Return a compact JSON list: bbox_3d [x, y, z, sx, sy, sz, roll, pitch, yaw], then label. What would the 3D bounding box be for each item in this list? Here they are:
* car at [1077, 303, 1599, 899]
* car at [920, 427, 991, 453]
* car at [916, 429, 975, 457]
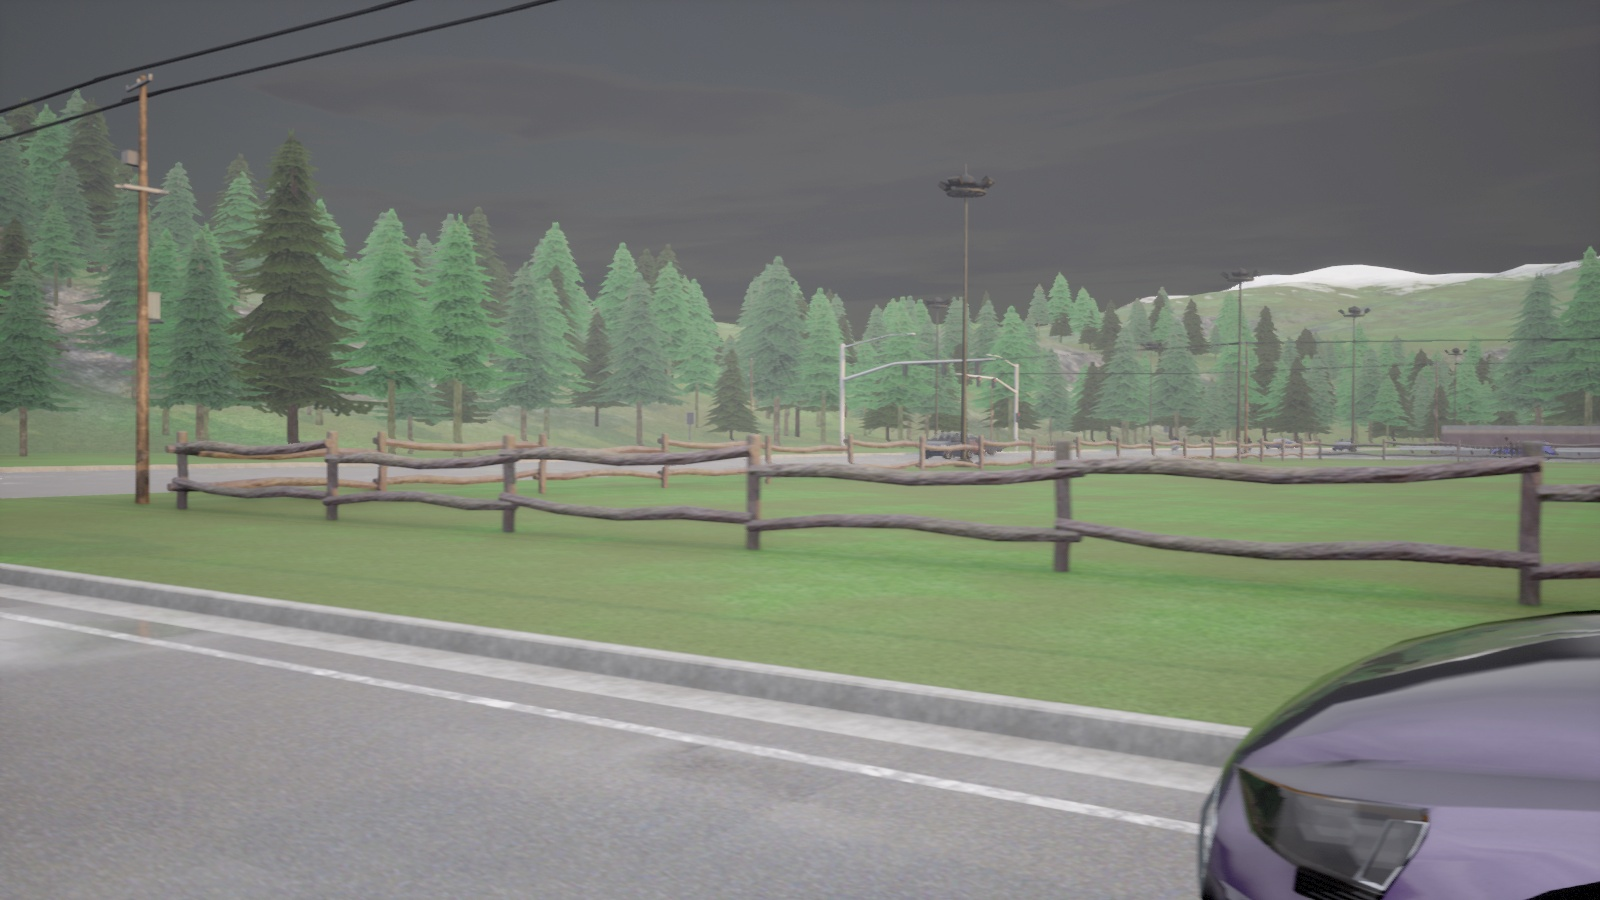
[{"bbox_3d":[3.052,0.610,1.594,4.856,1.649,2.033,0,1,34],"label":"car"},{"bbox_3d":[10.458,-0.686,84.133,2.152,1.651,5.027,0,1,42],"label":"car"},{"bbox_3d":[8.846,-0.445,76.024,1.851,1.617,3.988,0,1,35],"label":"car"}]
